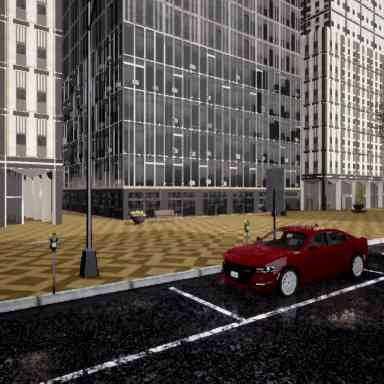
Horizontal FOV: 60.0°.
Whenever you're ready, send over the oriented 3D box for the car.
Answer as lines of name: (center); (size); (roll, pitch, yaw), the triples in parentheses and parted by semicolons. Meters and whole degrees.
car: (2.751, 1.545, 8.528); (4.507, 1.381, 1.887); (0, 0, -36)
